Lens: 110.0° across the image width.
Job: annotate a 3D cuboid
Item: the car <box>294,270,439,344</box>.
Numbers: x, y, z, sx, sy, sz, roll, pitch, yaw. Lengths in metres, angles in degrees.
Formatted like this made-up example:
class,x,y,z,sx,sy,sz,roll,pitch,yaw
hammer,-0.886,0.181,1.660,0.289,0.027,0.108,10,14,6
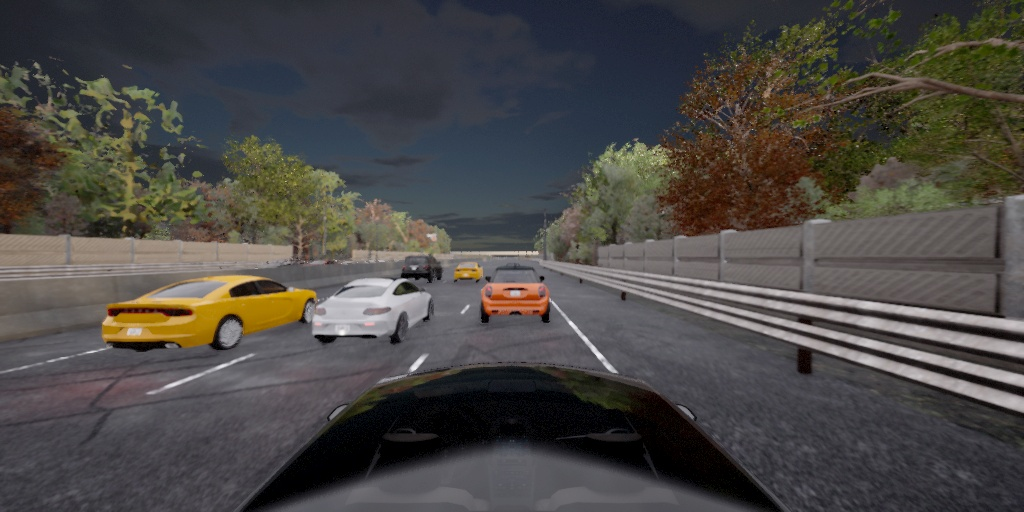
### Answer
class,x,y,z,sx,sy,sz,roll,pitch,yaw
car,-3.397,1.276,9.488,1.812,1.442,4.674,0,0,0

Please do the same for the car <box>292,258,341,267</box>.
class,x,y,z,sx,sy,sz,roll,pitch,yaw
car,-17.498,1.052,32.891,1.882,1.535,5.008,0,0,0

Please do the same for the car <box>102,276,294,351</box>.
class,x,y,z,sx,sy,sz,roll,pitch,yaw
car,-6.897,1.228,9.028,1.882,1.535,5.008,0,0,0

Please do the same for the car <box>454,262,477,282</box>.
class,x,y,z,sx,sy,sz,roll,pitch,yaw
car,-3.396,1.242,28.761,1.882,1.535,5.008,0,0,0

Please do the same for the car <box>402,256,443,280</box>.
class,x,y,z,sx,sy,sz,roll,pitch,yaw
car,-6.901,0.985,27.935,2.150,2.045,5.566,0,0,0

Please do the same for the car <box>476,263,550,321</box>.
class,x,y,z,sx,sy,sz,roll,pitch,yaw
car,0.100,1.104,12.519,2.097,1.767,4.553,0,0,0

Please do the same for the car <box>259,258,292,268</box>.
class,x,y,z,sx,sy,sz,roll,pitch,yaw
car,-20.998,0.948,32.891,2.128,1.511,4.902,0,0,0
